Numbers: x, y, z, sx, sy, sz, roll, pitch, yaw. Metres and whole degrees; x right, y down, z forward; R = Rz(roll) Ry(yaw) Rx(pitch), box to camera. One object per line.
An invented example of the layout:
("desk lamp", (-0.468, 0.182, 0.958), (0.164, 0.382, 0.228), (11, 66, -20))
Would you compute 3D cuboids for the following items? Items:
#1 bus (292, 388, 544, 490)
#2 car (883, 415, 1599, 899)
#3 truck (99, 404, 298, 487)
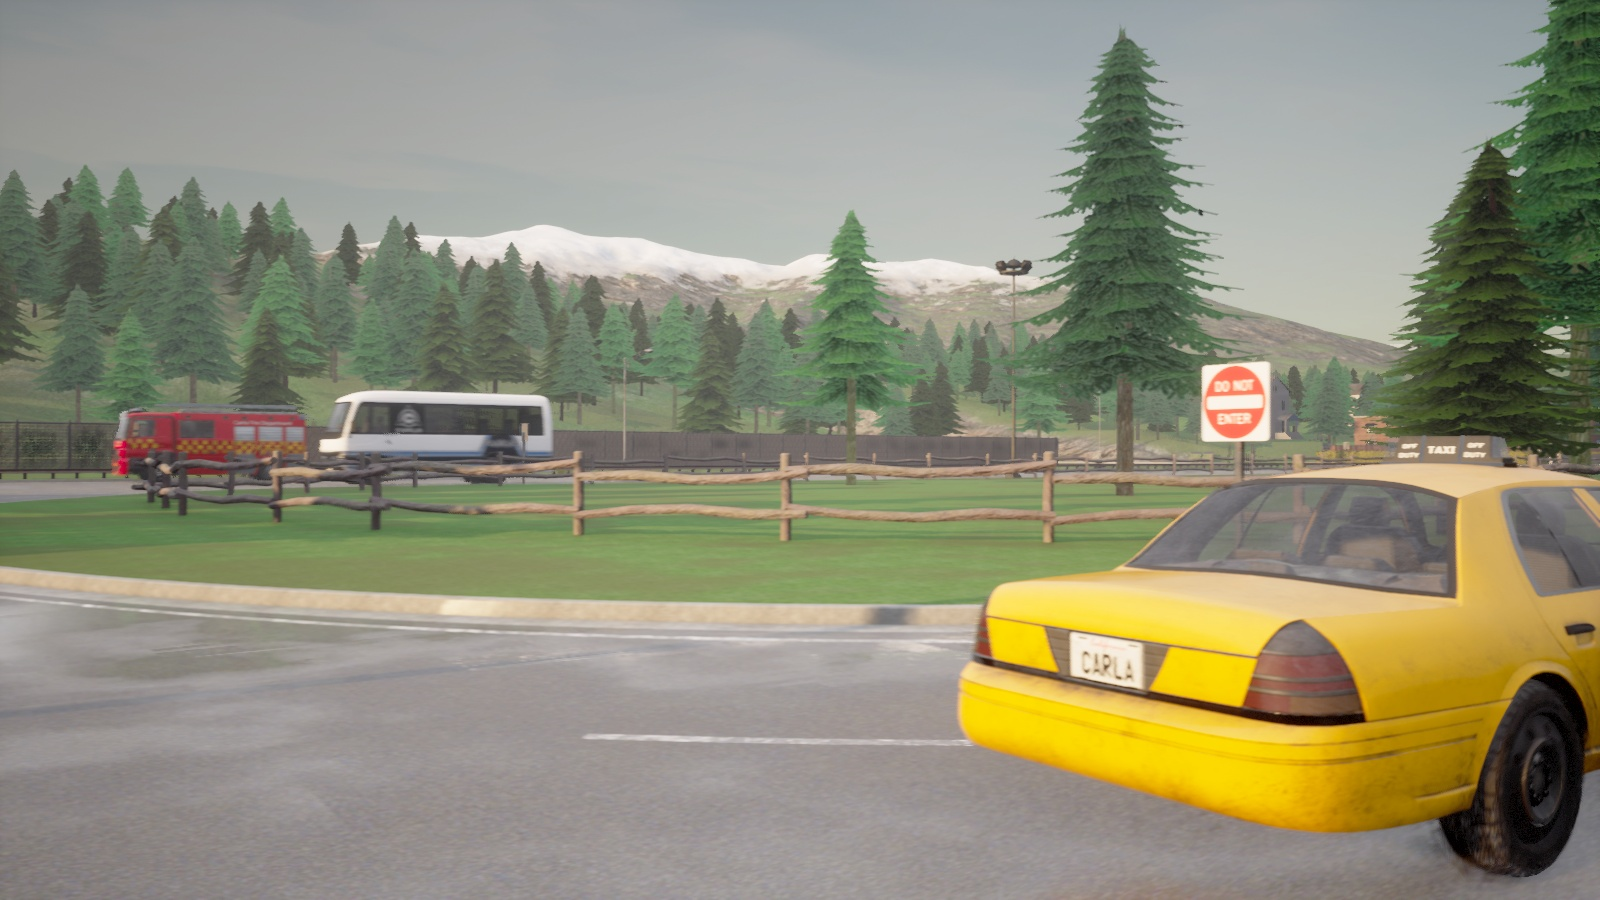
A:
("bus", (-17.289, -0.455, 57.321), (10.273, 4.253, 3.944), (0, 0, -35))
("car", (3.047, 0.691, 5.780), (5.366, 1.575, 1.801), (0, 0, -35))
("truck", (-29.417, -0.206, 61.642), (8.468, 3.827, 2.891), (0, 0, -35))
